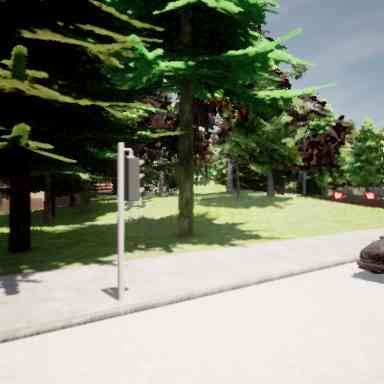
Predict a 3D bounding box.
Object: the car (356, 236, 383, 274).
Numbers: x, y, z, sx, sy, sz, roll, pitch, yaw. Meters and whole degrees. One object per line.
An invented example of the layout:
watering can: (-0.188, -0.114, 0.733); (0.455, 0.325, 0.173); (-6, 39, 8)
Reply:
car: (6.928, 1.551, 9.549); (5.357, 1.411, 2.033); (0, 0, -35)
